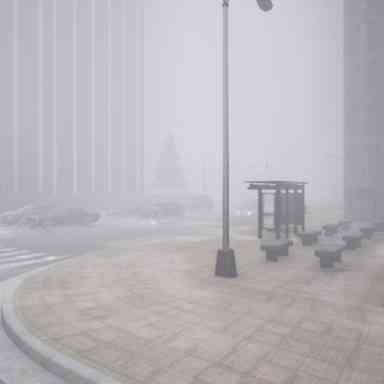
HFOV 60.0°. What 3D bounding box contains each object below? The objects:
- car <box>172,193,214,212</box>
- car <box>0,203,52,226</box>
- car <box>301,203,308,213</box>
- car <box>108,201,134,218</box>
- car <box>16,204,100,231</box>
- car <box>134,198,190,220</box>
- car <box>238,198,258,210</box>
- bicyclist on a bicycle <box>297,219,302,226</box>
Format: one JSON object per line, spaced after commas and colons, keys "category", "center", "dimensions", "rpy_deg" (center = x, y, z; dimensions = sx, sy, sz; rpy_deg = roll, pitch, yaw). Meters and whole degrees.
{"category": "car", "center": [0.492, 1.313, 39.949], "dimensions": [2.150, 2.045, 5.566], "rpy_deg": [0, 0, 37]}
{"category": "car", "center": [-11.125, 1.596, 23.902], "dimensions": [1.837, 1.490, 4.892], "rpy_deg": [0, 0, 36]}
{"category": "car", "center": [11.211, 1.637, 36.574], "dimensions": [1.994, 1.385, 4.181], "rpy_deg": [0, 0, 36]}
{"category": "car", "center": [-5.721, 1.583, 31.383], "dimensions": [2.128, 1.511, 4.902], "rpy_deg": [0, 0, 36]}
{"category": "car", "center": [-8.431, 1.687, 21.650], "dimensions": [1.895, 1.301, 4.718], "rpy_deg": [0, 0, 36]}
{"category": "car", "center": [-2.565, 1.590, 29.775], "dimensions": [1.837, 1.490, 4.892], "rpy_deg": [0, 0, 36]}
{"category": "car", "center": [7.888, 1.626, 44.103], "dimensions": [1.837, 1.490, 4.892], "rpy_deg": [0, 0, 36]}
{"category": "bicyclist on a bicycle", "center": [6.293, 1.368, 21.583], "dimensions": [1.656, 1.620, 0.582], "rpy_deg": [0, 0, 36]}
